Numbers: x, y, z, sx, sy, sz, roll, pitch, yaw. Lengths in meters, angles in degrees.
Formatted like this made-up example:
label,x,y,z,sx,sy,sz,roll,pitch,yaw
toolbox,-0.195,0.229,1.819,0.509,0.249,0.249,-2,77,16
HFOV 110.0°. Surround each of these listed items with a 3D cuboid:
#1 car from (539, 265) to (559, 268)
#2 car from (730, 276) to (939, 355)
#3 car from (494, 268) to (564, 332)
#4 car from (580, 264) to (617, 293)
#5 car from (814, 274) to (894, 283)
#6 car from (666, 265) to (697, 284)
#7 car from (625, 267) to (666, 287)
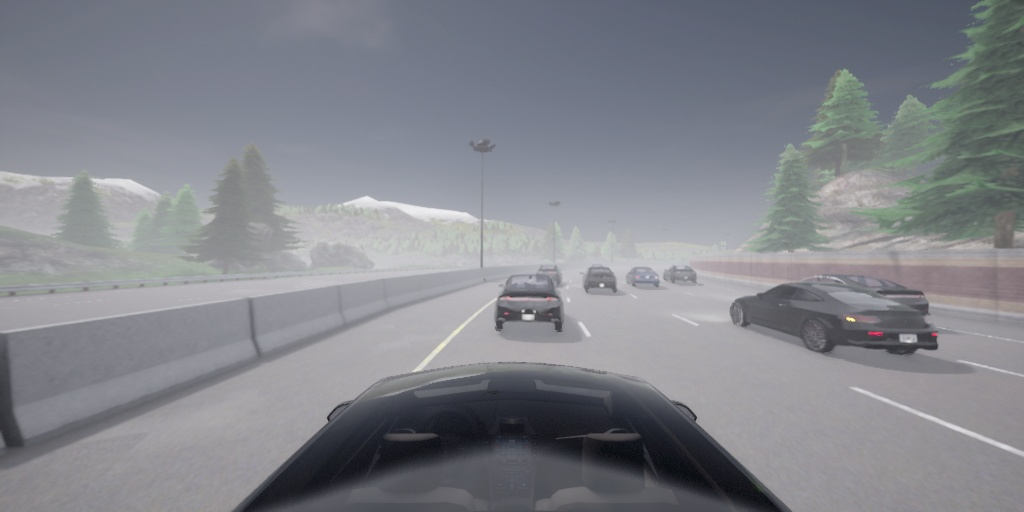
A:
label,x,y,z,sx,sy,sz,roll,pitch,yaw
car,3.052,1.439,29.066,2.128,1.511,4.902,0,0,11
car,7.409,1.360,8.884,1.812,1.442,4.674,0,0,3
car,0.575,1.308,11.235,2.128,1.511,4.902,0,0,4
car,5.432,1.421,22.609,1.837,1.490,4.892,0,0,9
car,11.184,1.367,12.403,2.128,1.511,4.902,0,0,5
car,13.997,1.499,30.098,2.128,1.511,4.902,0,0,12
car,9.671,1.512,26.795,2.033,1.411,5.357,0,0,11
